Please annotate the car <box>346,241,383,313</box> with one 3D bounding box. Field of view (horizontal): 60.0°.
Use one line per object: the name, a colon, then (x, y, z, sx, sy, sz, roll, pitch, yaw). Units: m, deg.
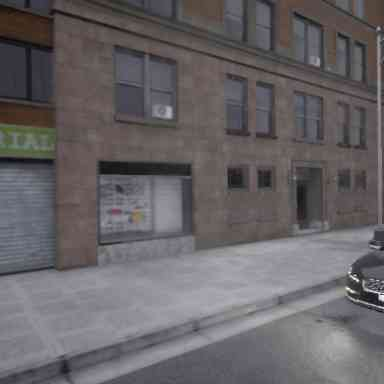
car: (5.009, 1.381, 6.628, 4.892, 1.490, 1.837, -1, 1, -35)
